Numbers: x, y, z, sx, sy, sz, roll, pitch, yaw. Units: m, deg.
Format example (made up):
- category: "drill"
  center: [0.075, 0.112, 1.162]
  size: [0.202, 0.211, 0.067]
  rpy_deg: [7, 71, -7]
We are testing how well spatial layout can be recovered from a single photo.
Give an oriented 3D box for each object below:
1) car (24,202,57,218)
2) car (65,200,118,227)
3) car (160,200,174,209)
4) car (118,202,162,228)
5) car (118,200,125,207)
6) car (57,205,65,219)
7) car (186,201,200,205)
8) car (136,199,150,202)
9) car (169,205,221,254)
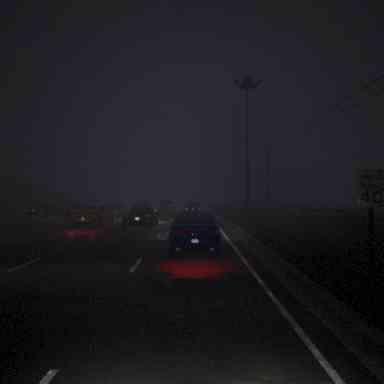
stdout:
- category: "car"
  center: [-13.905, 1.646, 31.686]
  size: [2.033, 1.411, 5.357]
  rpy_deg: [0, 0, 0]
- category: "car"
  center: [-6.902, 1.551, 23.497]
  size: [1.882, 1.535, 5.008]
  rpy_deg: [0, 0, 0]
- category: "car"
  center: [-3.404, 1.684, 43.484]
  size: [2.033, 1.411, 5.357]
  rpy_deg: [0, 0, 0]
- category: "car"
  center: [-3.403, 1.635, 22.618]
  size: [1.994, 1.385, 4.181]
  rpy_deg: [0, 0, 0]
- category: "car"
  center: [-10.407, 1.742, 44.954]
  size: [1.895, 1.301, 4.718]
  rpy_deg: [0, 0, 0]
- category: "car"
  center: [-10.404, 1.660, 30.703]
  size: [1.994, 1.385, 4.181]
  rpy_deg: [0, 0, 0]
- category: "car"
  center: [0.097, 1.653, 33.590]
  size: [2.033, 1.411, 5.357]
  rpy_deg: [0, 0, 0]
- category: "car"
  center: [-6.906, 1.670, 46.178]
  size: [1.812, 1.442, 4.674]
  rpy_deg: [0, 0, 0]
- category: "car"
  center: [0.099, 1.521, 13.828]
  size: [1.882, 1.535, 5.008]
  rpy_deg: [0, 0, 0]
